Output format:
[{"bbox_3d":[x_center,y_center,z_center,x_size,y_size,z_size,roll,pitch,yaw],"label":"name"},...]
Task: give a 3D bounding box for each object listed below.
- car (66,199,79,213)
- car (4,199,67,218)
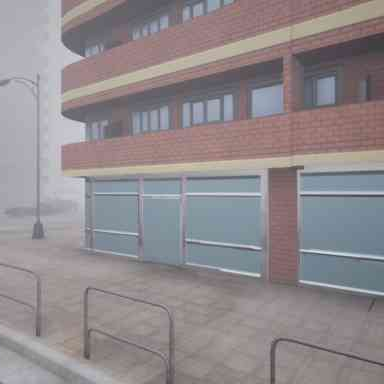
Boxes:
[{"bbox_3d":[-14.419,1.505,35.459,1.837,1.490,4.892,0,0,36],"label":"car"},{"bbox_3d":[-14.135,1.601,29.923,1.895,1.301,4.718,0,0,36],"label":"car"}]
